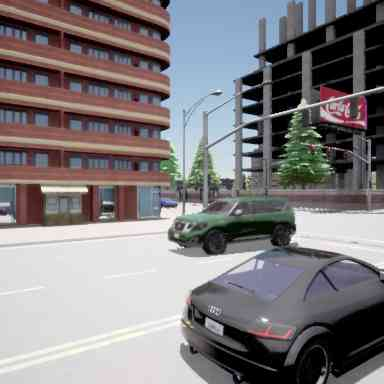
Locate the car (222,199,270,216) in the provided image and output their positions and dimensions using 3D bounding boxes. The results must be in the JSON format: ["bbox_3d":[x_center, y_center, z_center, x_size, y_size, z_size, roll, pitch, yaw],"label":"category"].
[{"bbox_3d":[5.370,1.505,33.540,1.837,1.490,4.892,0,0,-36],"label":"car"}]

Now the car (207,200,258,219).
[{"bbox_3d":[3.545,1.505,29.971,1.837,1.490,4.892,0,0,-35],"label":"car"}]

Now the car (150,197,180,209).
[{"bbox_3d":[-3.792,1.478,46.197,1.882,1.535,5.008,0,1,-36],"label":"car"}]

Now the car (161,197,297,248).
[{"bbox_3d":[1.799,1.221,13.444,5.566,2.045,2.150,0,0,-32],"label":"car"}]

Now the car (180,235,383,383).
[{"bbox_3d":[1.895,1.564,5.115,4.181,1.385,1.994,0,0,-35],"label":"car"}]
